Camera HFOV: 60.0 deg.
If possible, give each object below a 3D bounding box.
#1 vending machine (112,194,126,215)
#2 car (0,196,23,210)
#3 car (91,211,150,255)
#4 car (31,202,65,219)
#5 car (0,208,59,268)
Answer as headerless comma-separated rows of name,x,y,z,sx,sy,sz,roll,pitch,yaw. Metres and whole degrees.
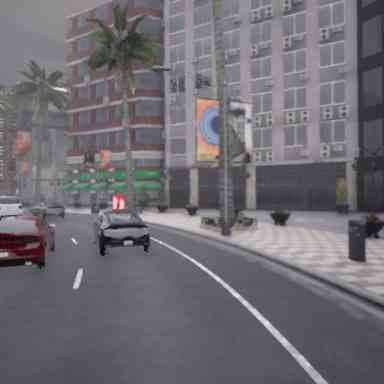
vending machine,-7.641,1.299,34.951,1.100,2.100,0.880,0,0,-43
car,-15.986,1.394,27.854,2.150,2.045,5.566,0,0,-43
car,-3.026,1.533,13.689,2.128,1.511,4.902,0,0,-20
car,-12.897,1.638,29.510,2.128,1.511,4.902,0,0,-42
car,-5.803,1.541,11.278,1.882,1.535,5.008,0,0,-18
